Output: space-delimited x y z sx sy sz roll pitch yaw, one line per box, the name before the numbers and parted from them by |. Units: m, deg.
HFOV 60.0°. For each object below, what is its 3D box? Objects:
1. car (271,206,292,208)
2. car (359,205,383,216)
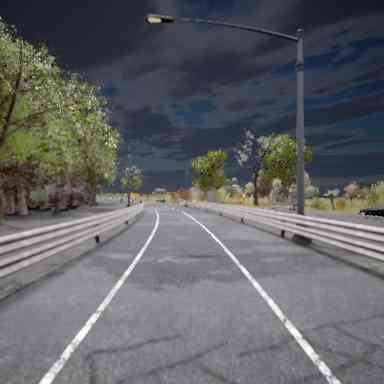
car | 14.465 2.374 52.198 1.895 1.301 4.718 0 -1 -26
car | 21.436 2.160 37.765 1.882 1.535 5.008 0 -1 -26
